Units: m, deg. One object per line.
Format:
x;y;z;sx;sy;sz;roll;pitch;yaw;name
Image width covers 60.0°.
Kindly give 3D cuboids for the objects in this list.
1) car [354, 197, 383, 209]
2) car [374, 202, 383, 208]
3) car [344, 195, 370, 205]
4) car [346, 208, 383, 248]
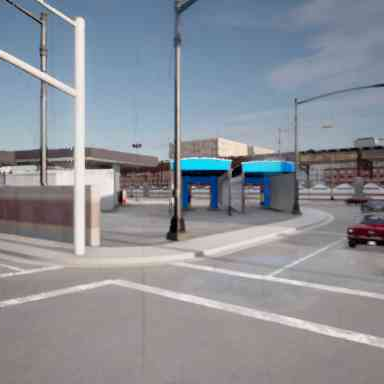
17.353;1.486;31.532;2.033;1.411;5.357;0;0;15;car
13.195;1.566;21.725;1.895;1.301;4.718;0;0;30;car
27.386;1.227;54.782;2.097;1.767;4.553;0;0;-18;car
8.009;1.586;14.167;1.895;1.301;4.718;0;0;37;car
